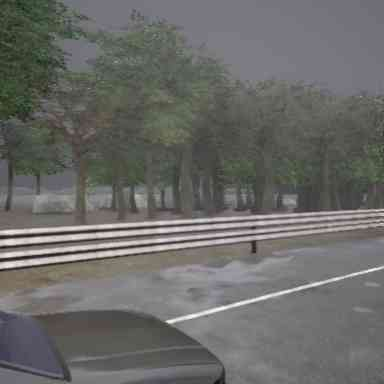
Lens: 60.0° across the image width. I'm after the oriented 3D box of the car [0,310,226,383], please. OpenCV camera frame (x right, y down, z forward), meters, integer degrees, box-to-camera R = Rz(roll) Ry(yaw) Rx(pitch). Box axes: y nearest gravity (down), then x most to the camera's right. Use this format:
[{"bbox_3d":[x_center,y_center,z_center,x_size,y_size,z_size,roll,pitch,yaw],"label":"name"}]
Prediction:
[{"bbox_3d":[-2.230,1.544,2.134,5.357,1.411,2.033,0,0,-36],"label":"car"}]
